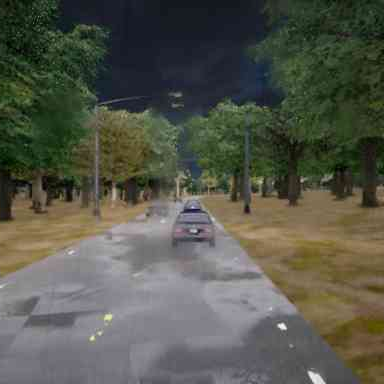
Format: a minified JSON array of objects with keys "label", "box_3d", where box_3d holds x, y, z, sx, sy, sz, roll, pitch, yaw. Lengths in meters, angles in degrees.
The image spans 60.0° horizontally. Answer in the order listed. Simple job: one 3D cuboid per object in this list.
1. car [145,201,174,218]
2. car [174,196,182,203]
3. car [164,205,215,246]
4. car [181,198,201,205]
[{"label":"car","box_3d":[-3.099,1.577,30.918,2.033,1.411,5.357,0,0,0]},{"label":"car","box_3d":[-3.000,1.602,72.124,1.837,1.490,4.892,0,0,0]},{"label":"car","box_3d":[0.080,1.558,15.339,2.033,1.411,5.357,0,0,0]},{"label":"car","box_3d":[0.094,1.601,37.188,1.994,1.385,4.181,0,0,0]}]
